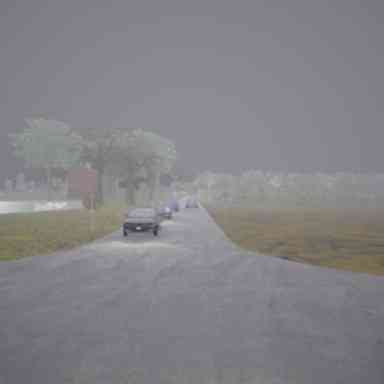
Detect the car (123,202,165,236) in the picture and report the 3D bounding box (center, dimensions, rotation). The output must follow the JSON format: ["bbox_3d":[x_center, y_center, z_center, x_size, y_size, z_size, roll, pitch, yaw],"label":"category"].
[{"bbox_3d":[-2.805,1.602,19.555,1.882,1.535,5.008,0,0,-2],"label":"car"}]

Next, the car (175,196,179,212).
[{"bbox_3d":[-2.826,1.483,43.686,2.150,2.045,5.566,0,-1,1],"label":"car"}]

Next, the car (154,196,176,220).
[{"bbox_3d":[-2.847,1.536,30.227,2.097,1.767,4.553,0,0,0],"label":"car"}]

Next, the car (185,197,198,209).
[{"bbox_3d":[-0.004,1.865,51.725,1.994,1.385,4.181,0,0,0],"label":"car"}]

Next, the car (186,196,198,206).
[{"bbox_3d":[-0.005,1.701,61.736,2.097,1.767,4.553,0,0,0],"label":"car"}]
